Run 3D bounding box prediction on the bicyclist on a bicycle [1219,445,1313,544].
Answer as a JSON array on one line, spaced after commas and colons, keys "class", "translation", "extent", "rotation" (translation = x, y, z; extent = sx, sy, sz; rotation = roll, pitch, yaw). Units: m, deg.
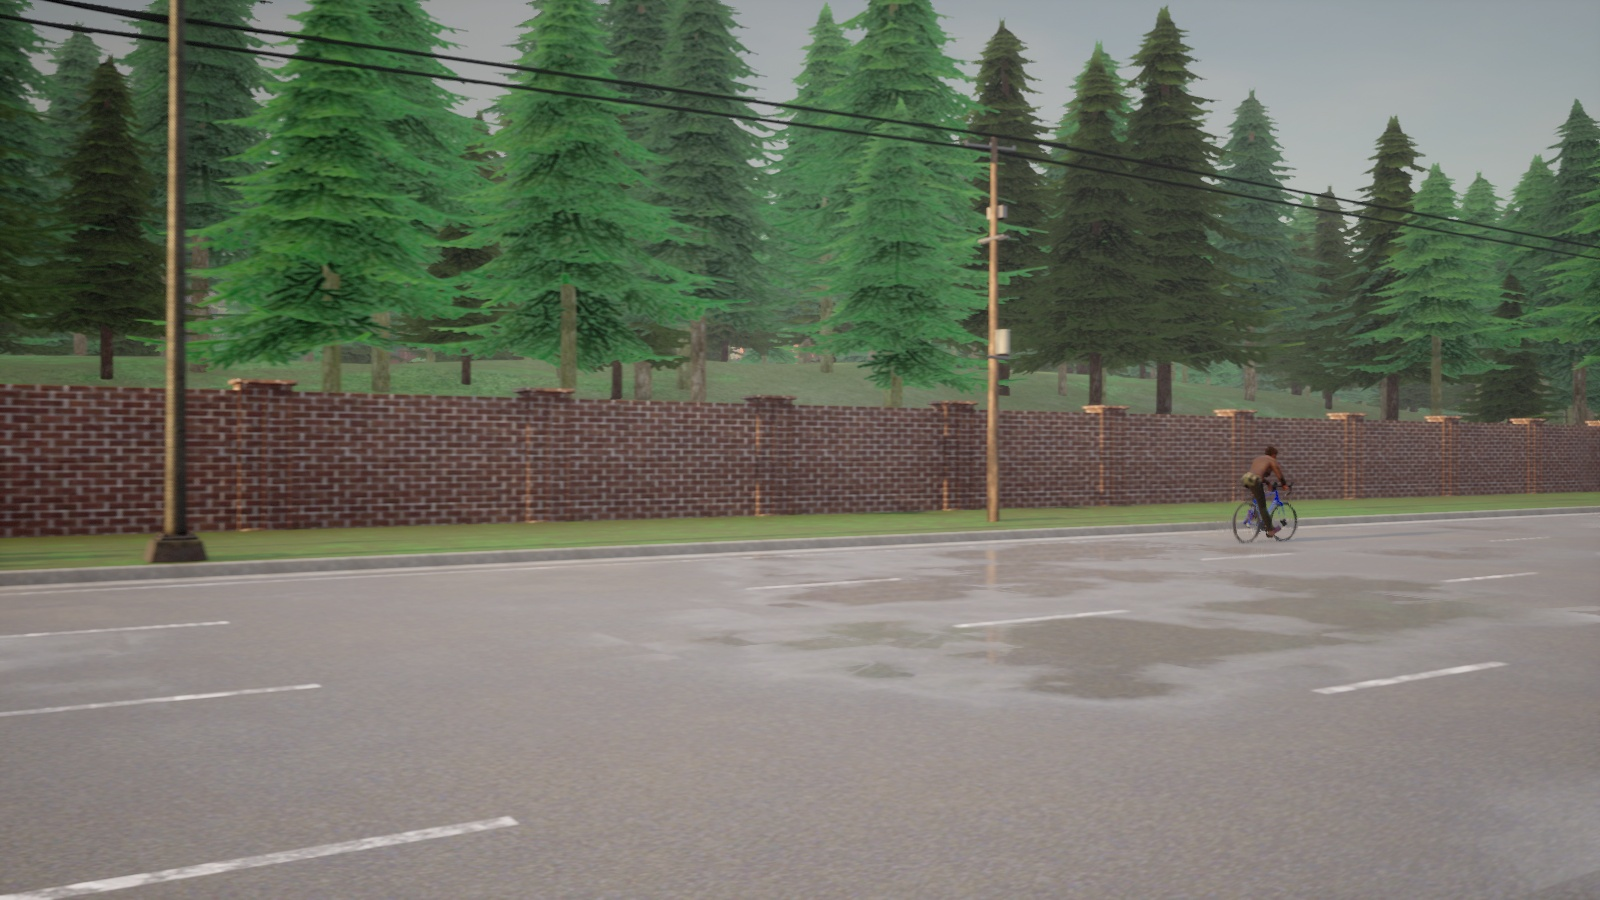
[{"class": "bicyclist on a bicycle", "translation": [7.832, 0.729, 21.091], "extent": [1.656, 1.620, 0.582], "rotation": [0, 0, -32]}]
